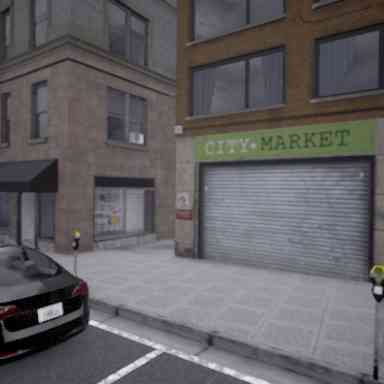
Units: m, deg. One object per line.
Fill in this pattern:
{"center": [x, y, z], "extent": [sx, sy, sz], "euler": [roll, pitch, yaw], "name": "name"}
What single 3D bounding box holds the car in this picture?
{"center": [-3.486, 1.559, 5.431], "extent": [4.313, 1.339, 1.947], "euler": [0, 1, 35], "name": "car"}
